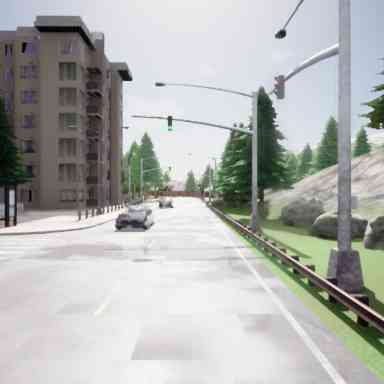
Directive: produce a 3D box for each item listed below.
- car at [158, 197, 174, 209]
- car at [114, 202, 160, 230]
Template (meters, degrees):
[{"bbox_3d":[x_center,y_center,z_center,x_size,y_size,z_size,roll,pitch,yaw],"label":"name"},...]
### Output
[{"bbox_3d":[-3.504,1.447,45.629,2.128,1.511,4.902,0,0,0],"label":"car"},{"bbox_3d":[-3.508,1.560,21.270,2.033,1.411,5.357,0,0,0],"label":"car"}]
